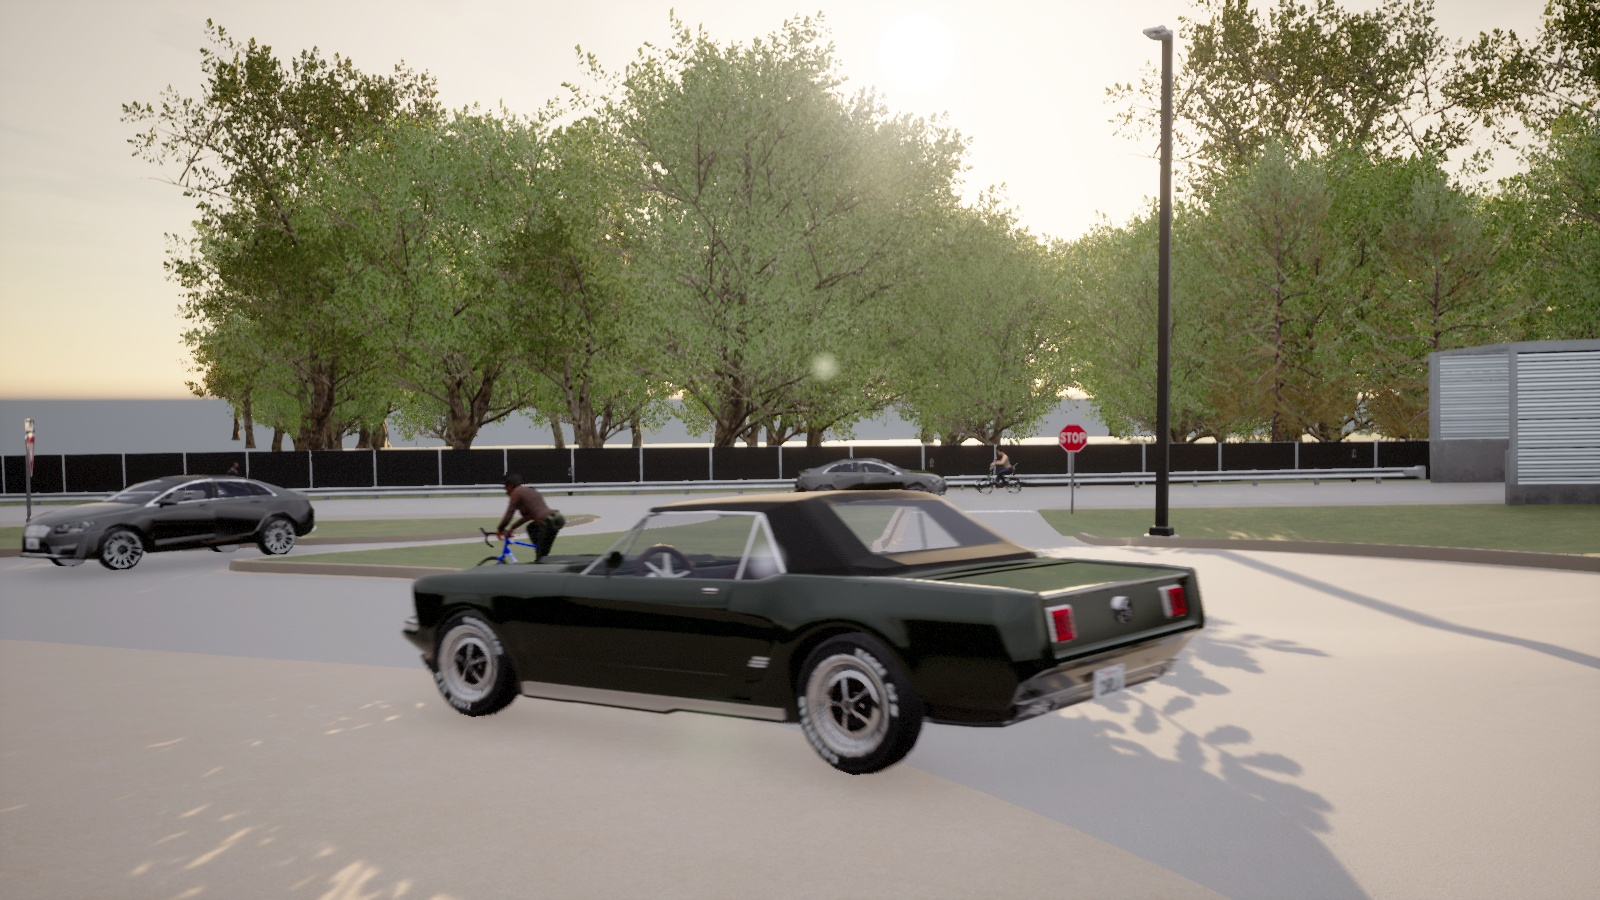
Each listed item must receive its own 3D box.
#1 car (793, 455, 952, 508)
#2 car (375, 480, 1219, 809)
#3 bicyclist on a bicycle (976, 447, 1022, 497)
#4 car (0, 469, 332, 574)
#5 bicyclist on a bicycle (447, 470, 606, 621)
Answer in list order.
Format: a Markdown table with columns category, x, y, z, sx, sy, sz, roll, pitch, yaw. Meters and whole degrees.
| category | x | y | z | sx | sy | sz | roll | pitch | yaw |
| --- | --- | --- | --- | --- | --- | --- | --- | --- | --- |
| car | 2.373 | 0.995 | 40.209 | 4.902 | 1.511 | 2.128 | -1 | 2 | 7 |
| car | -0.280 | 0.911 | 7.270 | 4.718 | 1.301 | 1.895 | -4 | -3 | 39 |
| bicyclist on a bicycle | 6.820 | 0.749 | 43.156 | 1.509 | 1.612 | 0.866 | -2 | 2 | 7 |
| car | -11.047 | 1.165 | 22.174 | 2.128 | 1.511 | 4.902 | -1 | 0 | 33 |
| bicyclist on a bicycle | -3.103 | 1.079 | 14.215 | 1.656 | 1.620 | 0.582 | -3 | 0 | 25 |
